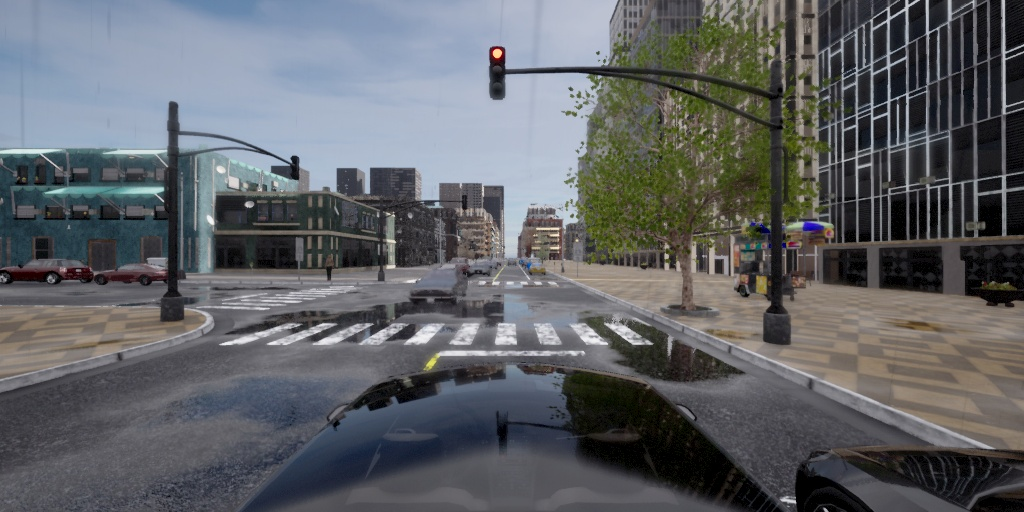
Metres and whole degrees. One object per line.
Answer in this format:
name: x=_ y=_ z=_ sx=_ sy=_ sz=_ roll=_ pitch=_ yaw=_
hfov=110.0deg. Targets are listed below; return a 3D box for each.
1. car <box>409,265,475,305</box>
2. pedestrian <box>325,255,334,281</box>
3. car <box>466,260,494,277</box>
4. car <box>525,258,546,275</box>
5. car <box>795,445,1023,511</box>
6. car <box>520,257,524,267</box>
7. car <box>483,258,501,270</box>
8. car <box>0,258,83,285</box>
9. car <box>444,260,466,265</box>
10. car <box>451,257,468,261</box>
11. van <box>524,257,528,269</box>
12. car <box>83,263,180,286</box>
car: x=-3.098 y=1.298 z=16.340 sx=2.033 sy=1.411 sz=5.357 roll=0 pitch=0 yaw=0
pedestrian: x=-12.746 y=0.788 z=24.977 sx=0.375 sy=1.860 sz=0.375 roll=0 pitch=-1 yaw=-1
car: x=-3.095 y=1.316 z=34.960 sx=1.994 sy=1.385 sz=4.181 roll=0 pitch=0 yaw=0
car: x=2.695 y=1.278 z=38.694 sx=1.751 sy=1.417 sz=4.829 roll=0 pitch=0 yaw=0
car: x=2.691 y=1.316 z=0.495 sx=1.948 sy=1.339 sz=4.313 roll=0 pitch=0 yaw=0
car: x=2.697 y=1.305 z=55.177 sx=2.007 sy=1.370 sz=4.403 roll=0 pitch=0 yaw=0
car: x=-3.085 y=1.317 z=51.702 sx=1.994 sy=1.385 sz=4.181 roll=0 pitch=0 yaw=0
car: x=-28.366 y=0.879 z=21.810 sx=4.097 sy=1.591 sz=1.967 roll=0 pitch=0 yaw=-1
car: x=-5.685 y=1.334 z=32.972 sx=1.802 sy=1.307 sz=4.207 roll=0 pitch=0 yaw=0
car: x=-5.685 y=1.067 z=38.523 sx=2.192 sy=1.841 sz=5.009 roll=0 pitch=0 yaw=0
van: x=2.696 y=1.094 z=44.075 sx=1.690 sy=1.789 sz=3.998 roll=0 pitch=0 yaw=0
car: x=-22.818 y=1.090 z=21.887 sx=4.207 sy=1.307 sz=1.802 roll=0 pitch=0 yaw=-1
